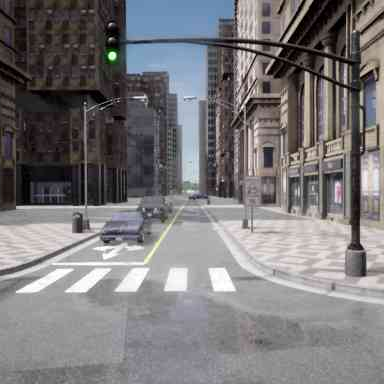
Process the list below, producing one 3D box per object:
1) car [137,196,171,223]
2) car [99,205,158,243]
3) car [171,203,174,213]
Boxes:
[{"bbox_3d":[-3.132,1.336,27.045,2.150,2.045,5.566,0,0,-1],"label":"car"},{"bbox_3d":[-3.124,1.634,16.826,2.033,1.411,5.357,0,0,0],"label":"car"},{"bbox_3d":[-3.127,1.669,37.376,1.812,1.442,4.674,0,0,0],"label":"car"}]
